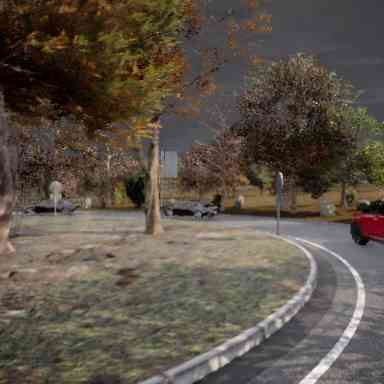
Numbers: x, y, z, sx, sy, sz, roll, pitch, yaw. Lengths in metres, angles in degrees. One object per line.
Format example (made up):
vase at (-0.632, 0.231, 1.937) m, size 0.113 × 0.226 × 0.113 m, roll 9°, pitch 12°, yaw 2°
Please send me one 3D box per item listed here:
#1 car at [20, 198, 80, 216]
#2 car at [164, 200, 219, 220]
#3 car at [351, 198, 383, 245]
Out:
car at (-12.515, 1.305, 29.550) m, size 4.902 × 1.511 × 2.128 m, roll 1°, pitch 0°, yaw -10°
car at (-0.136, 1.421, 27.469) m, size 4.902 × 1.511 × 2.128 m, roll 1°, pitch 0°, yaw 35°
car at (7.742, 1.185, 11.987) m, size 2.150 × 2.045 × 5.566 m, roll 0°, pitch 0°, yaw 6°
